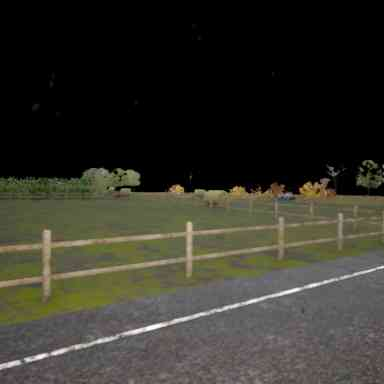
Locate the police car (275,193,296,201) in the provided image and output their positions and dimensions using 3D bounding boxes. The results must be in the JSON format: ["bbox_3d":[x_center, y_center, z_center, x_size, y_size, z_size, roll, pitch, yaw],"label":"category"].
[{"bbox_3d":[20.405,1.067,72.634,1.930,1.638,5.238,2,0,-32],"label":"police car"}]
